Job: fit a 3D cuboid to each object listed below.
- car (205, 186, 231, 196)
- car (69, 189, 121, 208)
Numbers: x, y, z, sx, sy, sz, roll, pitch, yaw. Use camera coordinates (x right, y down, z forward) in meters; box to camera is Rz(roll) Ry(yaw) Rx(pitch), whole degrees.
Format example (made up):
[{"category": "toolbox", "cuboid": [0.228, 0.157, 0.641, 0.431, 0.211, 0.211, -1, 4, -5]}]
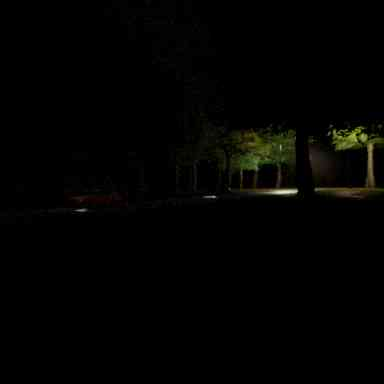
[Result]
[{"category": "car", "cuboid": [3.679, -0.155, 46.694, 1.994, 1.385, 4.181, 0, 2, 38]}, {"category": "car", "cuboid": [-8.807, 0.547, 30.530, 1.882, 1.535, 5.008, 0, 2, 38]}]
